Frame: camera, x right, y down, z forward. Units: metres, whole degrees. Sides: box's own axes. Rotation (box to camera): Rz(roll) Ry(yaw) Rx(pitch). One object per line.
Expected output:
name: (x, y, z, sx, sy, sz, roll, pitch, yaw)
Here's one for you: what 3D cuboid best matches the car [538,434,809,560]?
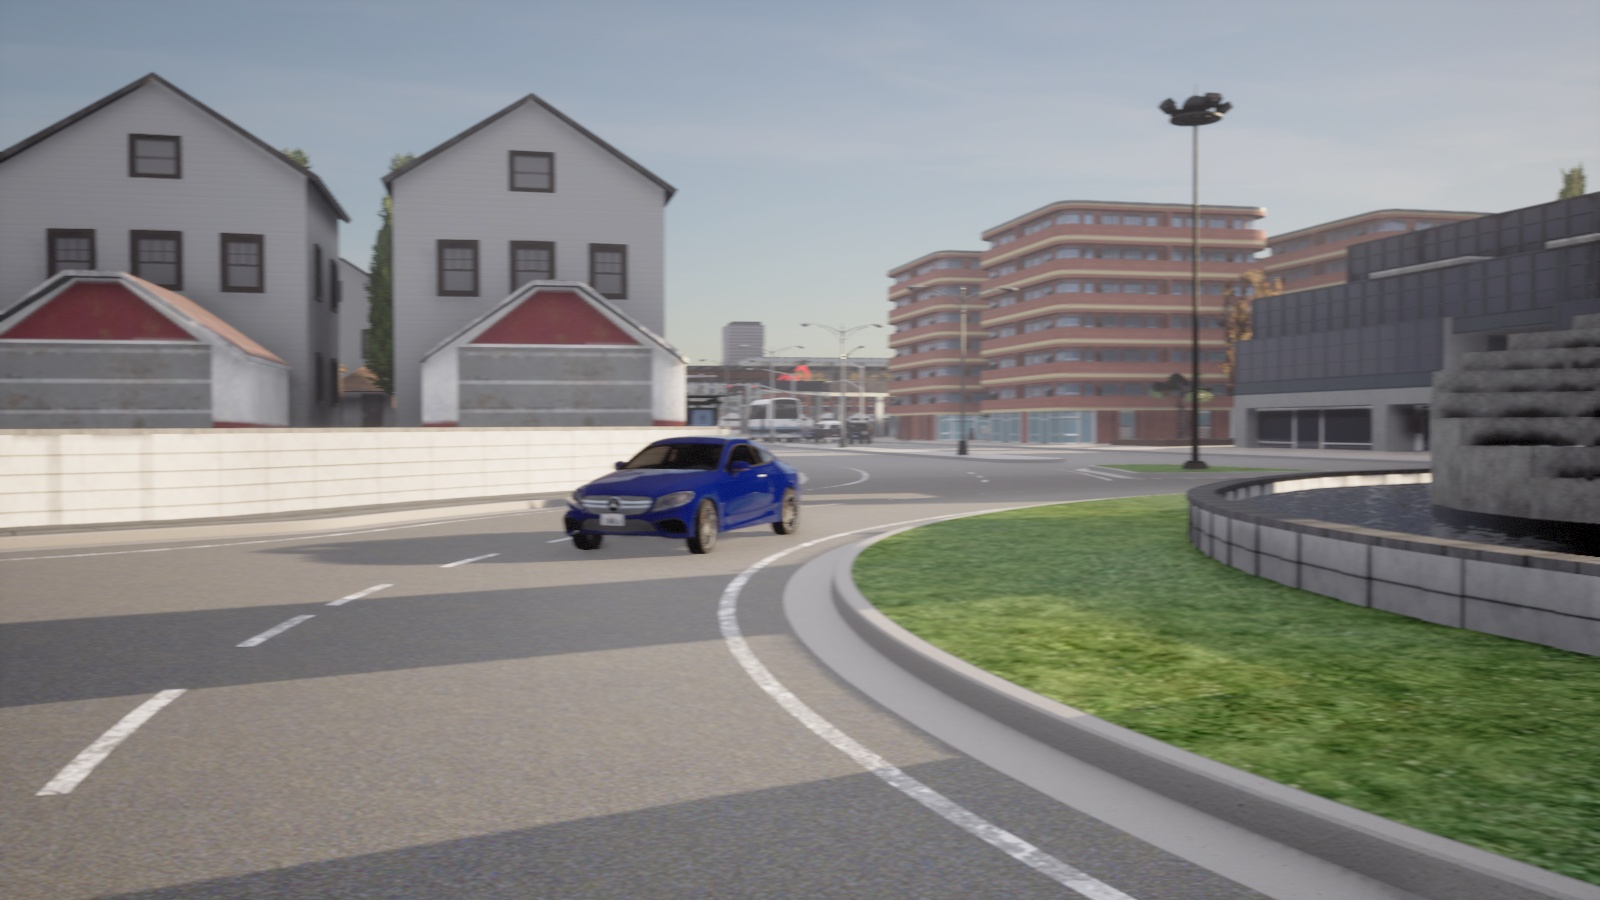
car: (-1.525, 0.524, 17.178, 1.812, 1.442, 4.674, 0, 1, 20)
